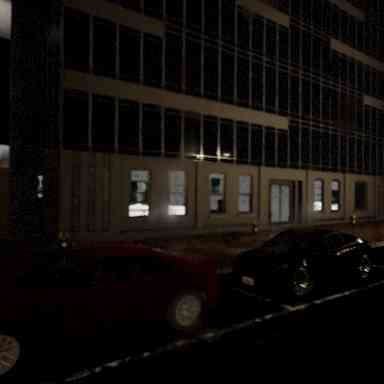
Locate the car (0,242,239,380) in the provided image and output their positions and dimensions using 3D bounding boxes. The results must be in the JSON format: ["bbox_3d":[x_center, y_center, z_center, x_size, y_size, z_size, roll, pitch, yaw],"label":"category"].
[{"bbox_3d":[-1.592,1.563,5.423,4.507,1.381,1.887,1,0,-36],"label":"car"}]

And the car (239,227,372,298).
[{"bbox_3d":[3.039,1.643,8.733,4.313,1.339,1.947,1,0,-36],"label":"car"}]
